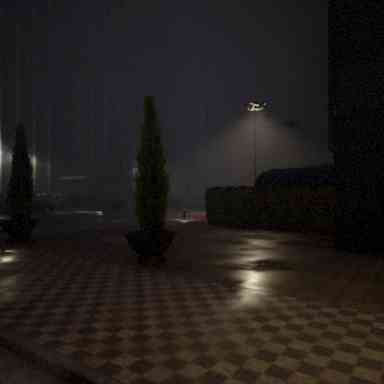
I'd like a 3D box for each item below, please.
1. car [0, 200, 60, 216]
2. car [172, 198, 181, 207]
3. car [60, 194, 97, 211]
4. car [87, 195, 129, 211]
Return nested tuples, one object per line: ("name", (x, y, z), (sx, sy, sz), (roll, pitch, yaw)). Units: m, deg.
("car", (-15.878, 1.505, 32.366), (1.837, 1.490, 4.892), (0, 0, 35))
("car", (-3.484, 1.526, 50.137), (1.812, 1.442, 4.674), (0, 0, 35))
("car", (-14.093, 1.219, 41.066), (2.150, 2.045, 5.566), (0, 0, 35))
("car", (-9.958, 1.505, 40.873), (1.837, 1.490, 4.892), (0, 0, 35))
